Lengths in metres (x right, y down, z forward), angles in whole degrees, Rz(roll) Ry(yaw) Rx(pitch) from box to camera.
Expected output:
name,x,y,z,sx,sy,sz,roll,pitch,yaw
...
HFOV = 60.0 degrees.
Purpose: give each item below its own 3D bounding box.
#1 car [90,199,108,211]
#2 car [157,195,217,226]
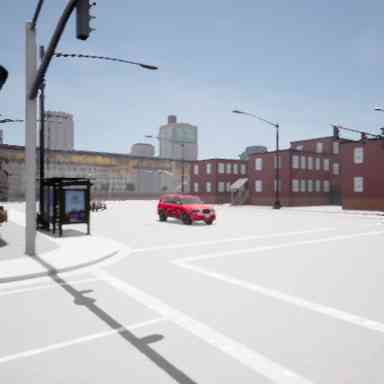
name,x,y,z,sx,sy,sz,roll,pitch,yaw
car,-11.884,1.550,40.467,1.812,1.442,4.674,0,0,-35
car,-0.528,1.239,24.391,2.150,2.045,5.566,0,1,-35
